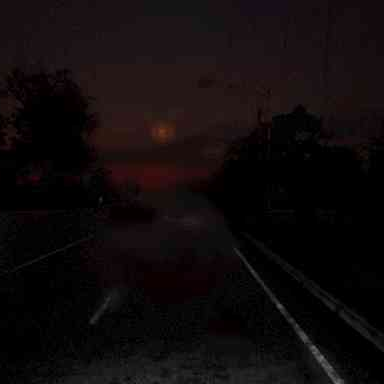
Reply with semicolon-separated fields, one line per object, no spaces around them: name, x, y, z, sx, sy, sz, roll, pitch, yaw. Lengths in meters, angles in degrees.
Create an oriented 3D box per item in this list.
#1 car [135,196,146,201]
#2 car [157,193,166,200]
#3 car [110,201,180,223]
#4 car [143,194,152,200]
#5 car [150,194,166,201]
car;-10.579;1.693;68.648;1.812;1.442;4.674;0;0;-1
car;-7.714;1.091;84.324;2.097;1.767;4.553;0;0;-4
car;-3.582;1.631;25.842;5.357;1.411;2.033;0;0;-3
car;-11.203;1.288;84.050;1.994;1.385;4.181;0;0;-4
car;-7.079;1.395;68.841;2.150;2.045;5.566;0;0;-1
